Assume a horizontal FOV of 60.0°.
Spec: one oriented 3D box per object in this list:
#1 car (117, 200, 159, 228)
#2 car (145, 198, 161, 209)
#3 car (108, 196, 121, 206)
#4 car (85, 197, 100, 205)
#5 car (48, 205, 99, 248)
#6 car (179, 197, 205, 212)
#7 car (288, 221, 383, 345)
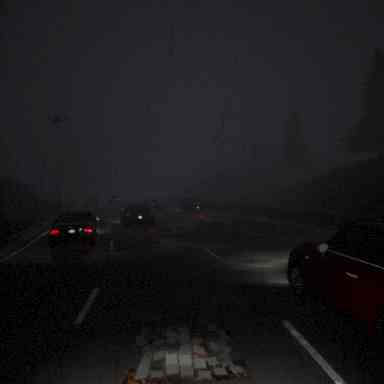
[{"bbox_3d":[-3.666,1.494,22.112,1.994,1.385,4.181,-1,0,-15],"label":"car"},{"bbox_3d":[-5.050,1.406,40.460,1.994,1.385,4.181,-1,0,-15],"label":"car"},{"bbox_3d":[-12.652,1.385,54.263,2.128,1.511,4.902,-1,0,-17],"label":"car"},{"bbox_3d":[-14.970,1.468,49.799,1.837,1.490,4.892,-1,0,-16],"label":"car"},{"bbox_3d":[-5.262,1.549,15.048,2.033,1.411,5.357,-1,0,-16],"label":"car"},{"bbox_3d":[-0.064,1.288,35.521,1.837,1.490,4.892,-1,0,-15],"label":"car"},{"bbox_3d":[3.291,1.258,5.520,2.097,1.767,4.553,-1,0,-5],"label":"car"}]
